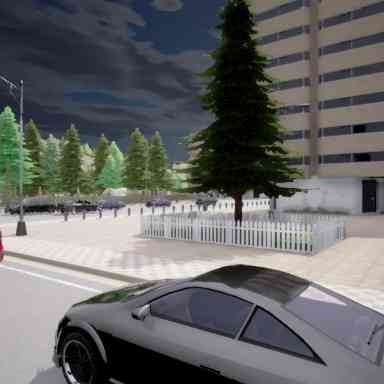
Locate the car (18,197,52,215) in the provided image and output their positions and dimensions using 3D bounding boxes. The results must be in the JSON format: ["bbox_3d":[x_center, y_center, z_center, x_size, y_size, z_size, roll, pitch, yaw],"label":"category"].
[{"bbox_3d":[-16.248,1.352,33.583,2.097,1.767,4.553,0,0,35],"label":"car"}]

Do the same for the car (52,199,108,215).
[{"bbox_3d":[-11.360,1.505,34.077,1.837,1.490,4.892,0,0,35],"label":"car"}]

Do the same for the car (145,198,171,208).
[{"bbox_3d":[-4.989,1.564,49.395,1.994,1.385,4.181,0,0,36],"label":"car"}]

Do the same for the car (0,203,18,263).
[{"bbox_3d":[-7.370,1.221,9.189,5.566,2.045,2.150,0,0,36],"label":"car"}]

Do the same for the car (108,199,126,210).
[{"bbox_3d":[-10.675,1.547,41.422,2.033,1.411,5.357,0,0,35],"label":"car"}]

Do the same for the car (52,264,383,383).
[{"bbox_3d":[0.322,1.564,3.761,4.181,1.385,1.994,0,0,35],"label":"car"}]

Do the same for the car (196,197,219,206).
[{"bbox_3d":[2.546,1.504,53.631,1.837,1.490,4.892,0,0,35],"label":"car"}]
